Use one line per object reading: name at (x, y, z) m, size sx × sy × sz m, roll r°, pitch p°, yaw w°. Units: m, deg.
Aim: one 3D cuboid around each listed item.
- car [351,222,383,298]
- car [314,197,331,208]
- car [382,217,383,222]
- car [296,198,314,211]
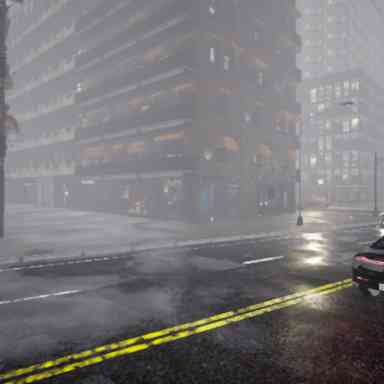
car at (5.546, 1.579, 7.562) m, size 4.902 × 1.511 × 2.128 m, roll 1°, pitch 0°, yaw -37°
car at (17.664, 1.486, 47.943) m, size 4.097 × 1.590 × 1.967 m, roll 1°, pitch 0°, yaw 43°
car at (15.041, 1.815, 23.257) m, size 4.181 × 1.385 × 1.994 m, roll 1°, pitch -1°, yaw -38°
car at (12.143, 1.541, 41.403) m, size 4.829 × 1.417 × 1.752 m, roll 1°, pitch 0°, yaw 43°
